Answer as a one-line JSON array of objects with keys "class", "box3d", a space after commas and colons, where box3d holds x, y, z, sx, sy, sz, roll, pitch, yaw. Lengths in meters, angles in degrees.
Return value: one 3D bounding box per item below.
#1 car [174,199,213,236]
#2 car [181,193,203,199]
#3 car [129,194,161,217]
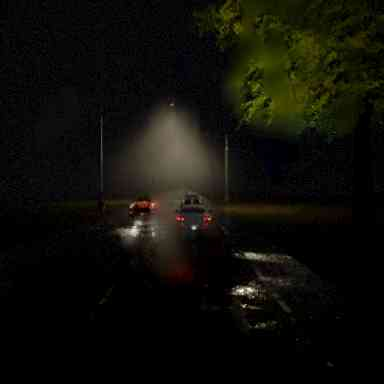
[{"class": "car", "box3d": [0.085, 1.319, 16.987, 1.812, 1.442, 4.674, 0, 1, 0]}, {"class": "car", "box3d": [-0.003, 0.897, 33.595, 2.097, 1.767, 4.553, 0, 1, 0]}, {"class": "car", "box3d": [-3.655, 1.017, 26.544, 2.097, 1.767, 4.553, 0, 1, 0]}]
